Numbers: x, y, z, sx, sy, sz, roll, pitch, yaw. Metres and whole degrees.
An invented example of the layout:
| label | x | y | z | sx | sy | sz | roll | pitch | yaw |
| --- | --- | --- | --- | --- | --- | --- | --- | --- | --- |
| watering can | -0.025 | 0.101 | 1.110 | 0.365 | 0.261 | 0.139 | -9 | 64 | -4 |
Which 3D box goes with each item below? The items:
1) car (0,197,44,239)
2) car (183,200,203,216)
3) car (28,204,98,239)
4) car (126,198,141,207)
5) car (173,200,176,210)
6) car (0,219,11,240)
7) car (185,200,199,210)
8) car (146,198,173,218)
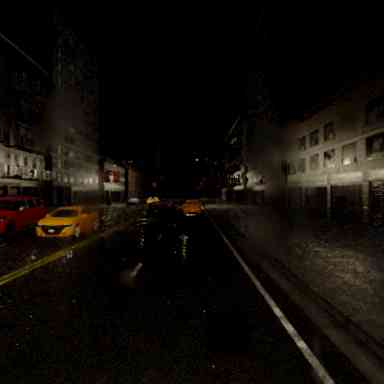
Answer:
| label | x | y | z | sx | sy | sz | roll | pitch | yaw |
| --- | --- | --- | --- | --- | --- | --- | --- | --- | --- |
| car | -9.752 | 1.279 | 17.800 | 2.150 | 2.045 | 5.566 | 0 | 0 | 0 |
| car | 0.057 | 1.587 | 33.994 | 1.882 | 1.535 | 5.008 | 0 | -1 | 1 |
| car | -6.503 | 1.535 | 17.868 | 1.882 | 1.535 | 5.008 | 0 | 0 | 0 |
| car | -9.759 | 1.733 | 56.296 | 2.033 | 1.411 | 5.357 | 0 | 0 | 0 |
| car | -3.217 | 1.673 | 45.814 | 1.812 | 1.442 | 4.674 | 0 | 0 | 1 |
| car | -6.561 | 1.572 | 7.327 | 2.033 | 1.411 | 5.357 | 0 | 0 | 0 |
| car | 0.019 | 1.751 | 46.389 | 1.895 | 1.301 | 4.718 | 0 | 0 | 0 |
| car | -3.156 | 1.581 | 31.952 | 1.882 | 1.535 | 5.008 | 0 | 0 | 0 |
